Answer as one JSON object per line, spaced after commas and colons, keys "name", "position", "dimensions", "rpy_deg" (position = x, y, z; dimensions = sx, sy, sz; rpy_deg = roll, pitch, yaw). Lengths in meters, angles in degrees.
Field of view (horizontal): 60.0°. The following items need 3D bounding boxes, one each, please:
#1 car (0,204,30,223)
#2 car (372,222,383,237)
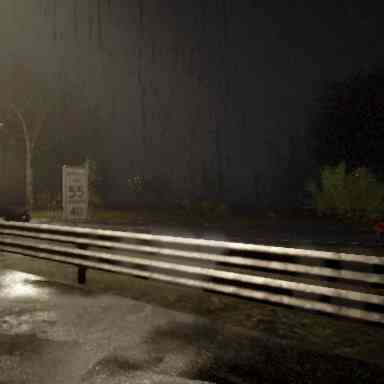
{"name": "car", "position": [-14.505, 1.663, 24.721], "dimensions": [5.008, 1.535, 1.882], "rpy_deg": [0, 0, 16]}
{"name": "car", "position": [11.944, 1.880, 16.965], "dimensions": [4.718, 1.301, 1.895], "rpy_deg": [0, 0, 16]}
